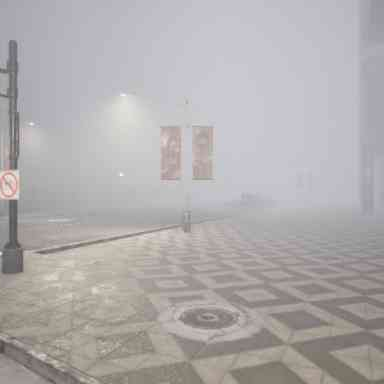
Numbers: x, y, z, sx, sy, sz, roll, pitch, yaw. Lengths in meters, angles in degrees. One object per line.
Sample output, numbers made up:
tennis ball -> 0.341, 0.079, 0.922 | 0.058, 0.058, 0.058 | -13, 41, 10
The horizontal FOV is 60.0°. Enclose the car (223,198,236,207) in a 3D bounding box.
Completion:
car -> 6.222, 1.570, 49.009 | 1.895, 1.301, 4.718 | 0, 0, 27

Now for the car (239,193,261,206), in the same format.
car -> 9.887, 1.183, 56.572 | 2.150, 2.045, 5.566 | 0, 0, 26

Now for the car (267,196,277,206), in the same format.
car -> 12.793, 1.448, 55.117 | 2.128, 1.511, 4.902 | 0, 0, 26

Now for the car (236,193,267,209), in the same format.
car -> 8.272, 1.188, 45.791 | 2.150, 2.045, 5.566 | 0, 0, 27
